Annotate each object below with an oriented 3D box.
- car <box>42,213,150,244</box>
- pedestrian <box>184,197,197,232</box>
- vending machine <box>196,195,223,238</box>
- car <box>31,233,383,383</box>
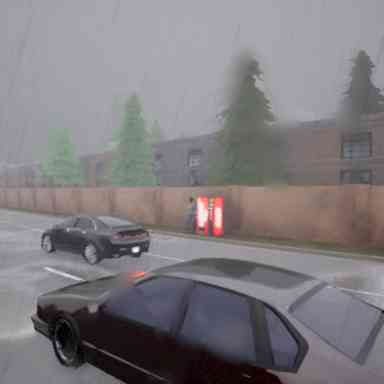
[{"bbox_3d":[-3.514,1.488,11.705,4.892,1.490,1.837,0,0,42],"label":"car"},{"bbox_3d":[-0.021,1.146,17.095,0.375,1.860,0.375,0,0,43],"label":"pedestrian"},{"bbox_3d":[0.904,1.207,16.928,0.880,2.100,1.100,0,0,43],"label":"vending machine"},{"bbox_3d":[0.236,1.552,3.934,5.357,1.411,2.033,0,0,38],"label":"car"}]
